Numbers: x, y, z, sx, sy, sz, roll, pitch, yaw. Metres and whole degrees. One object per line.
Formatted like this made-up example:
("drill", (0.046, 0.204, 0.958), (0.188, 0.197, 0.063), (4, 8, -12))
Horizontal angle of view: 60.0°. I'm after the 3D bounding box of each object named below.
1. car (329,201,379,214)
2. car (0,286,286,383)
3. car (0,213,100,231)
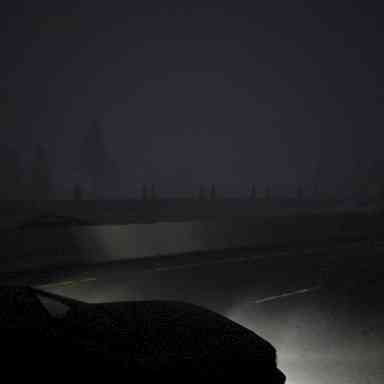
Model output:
("car", (14.773, 1.512, 30.296), (4.674, 1.442, 1.812), (0, 0, -18))
("car", (-1.709, 1.536, 2.487), (5.357, 1.411, 2.033), (0, 0, -34))
("car", (-5.548, 1.519, 12.646), (4.181, 1.385, 1.994), (0, 0, -33))
